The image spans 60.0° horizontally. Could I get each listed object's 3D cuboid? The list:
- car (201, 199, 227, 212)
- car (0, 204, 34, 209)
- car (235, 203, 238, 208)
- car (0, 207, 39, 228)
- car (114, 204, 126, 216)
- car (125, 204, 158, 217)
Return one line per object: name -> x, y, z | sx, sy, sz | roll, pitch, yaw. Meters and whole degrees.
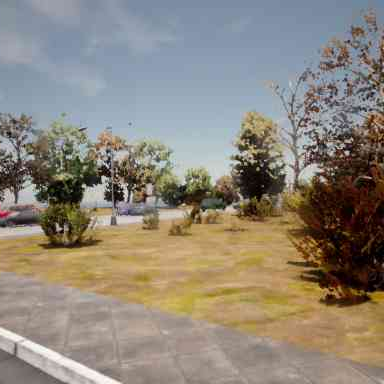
car -> 3.510, 2.095, 53.164 | 2.150, 2.045, 5.566 | -3, -2, 32
car -> -17.811, 2.274, 32.749 | 2.150, 2.045, 5.566 | -3, -2, 33
car -> 9.368, 2.575, 62.406 | 1.895, 1.301, 4.718 | -3, -2, 33
car -> -15.447, 2.414, 29.953 | 1.812, 1.442, 4.674 | -3, -2, 33
car -> -8.814, 2.468, 46.922 | 2.097, 1.767, 4.553 | -3, -2, 33
car -> -6.366, 2.516, 44.266 | 1.994, 1.385, 4.181 | -3, -2, 32
